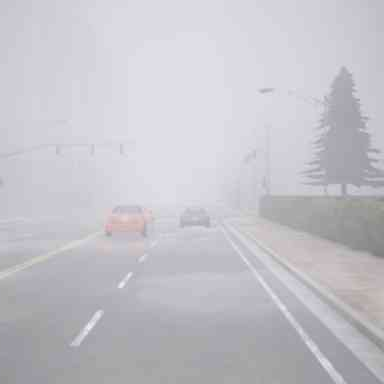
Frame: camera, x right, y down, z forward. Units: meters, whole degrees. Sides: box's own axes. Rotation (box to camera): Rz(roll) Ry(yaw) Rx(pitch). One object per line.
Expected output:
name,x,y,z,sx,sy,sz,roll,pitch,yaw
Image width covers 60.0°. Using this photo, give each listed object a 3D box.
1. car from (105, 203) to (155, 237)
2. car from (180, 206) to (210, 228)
car,-3.320,1.408,18.616,2.097,1.767,4.553,0,0,0
car,0.202,1.635,22.604,1.994,1.385,4.181,0,0,0
